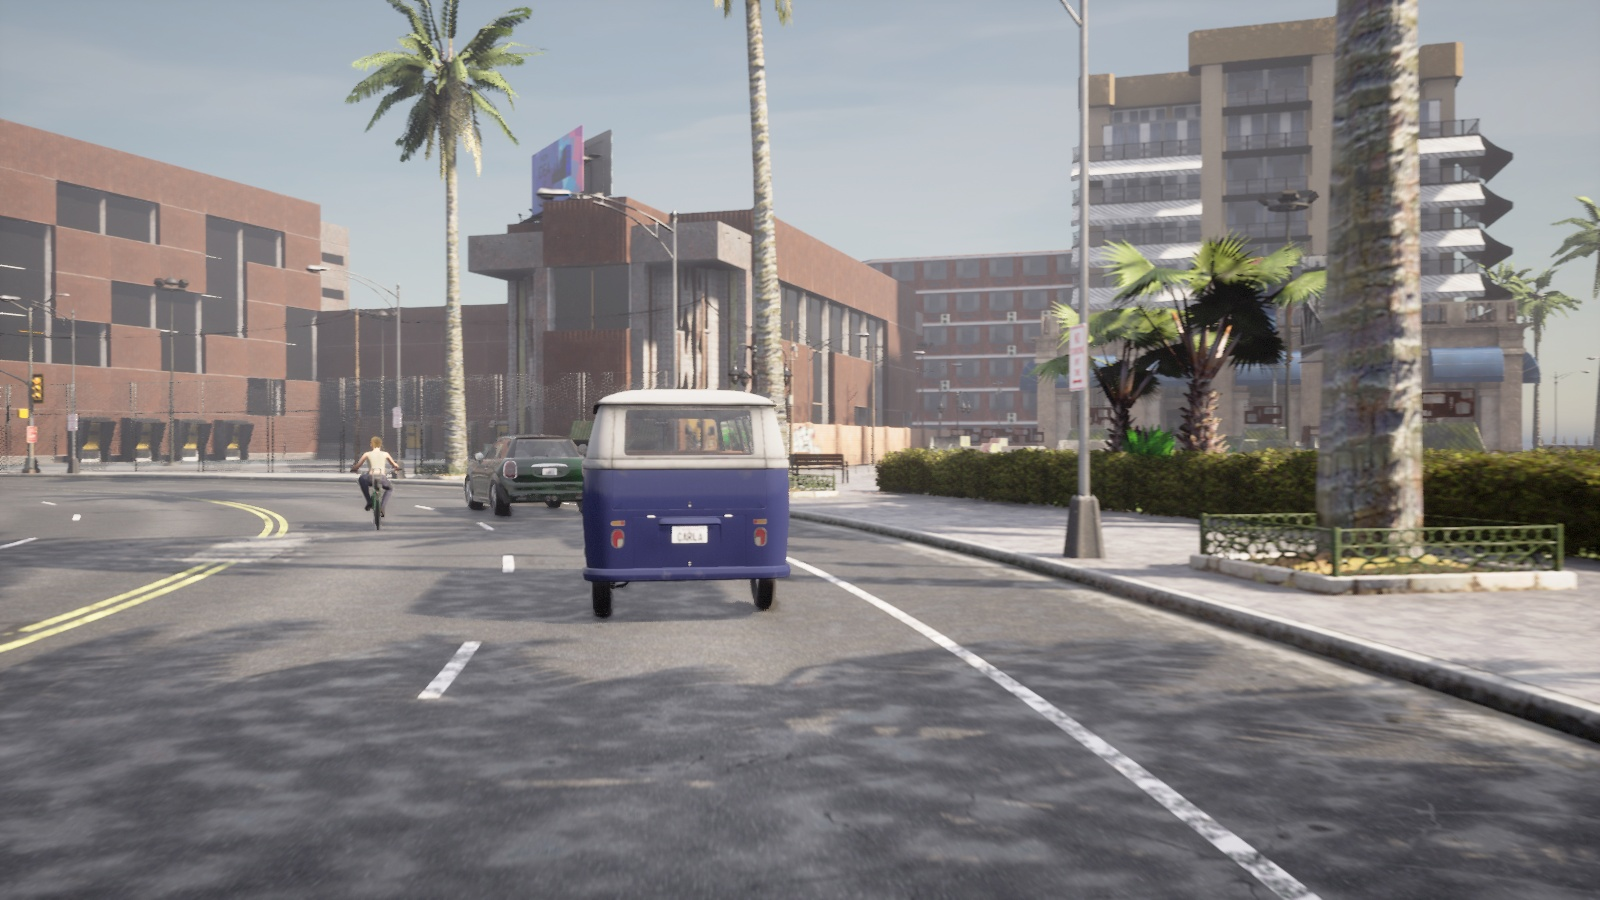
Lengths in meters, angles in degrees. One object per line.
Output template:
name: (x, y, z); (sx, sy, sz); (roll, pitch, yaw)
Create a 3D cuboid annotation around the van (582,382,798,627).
van: (-1.267, 0.429, 12.514); (1.775, 1.987, 4.442); (0, 0, -10)

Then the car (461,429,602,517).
car: (-6.000, 0.449, 27.623); (2.097, 1.767, 4.553); (0, 0, -24)

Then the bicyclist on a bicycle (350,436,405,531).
bicyclist on a bicycle: (-7.488, 0.558, 22.234); (0.866, 1.612, 1.509); (-1, 1, -20)
